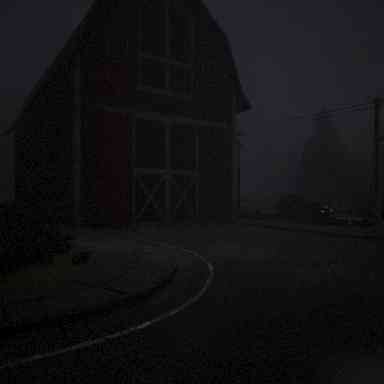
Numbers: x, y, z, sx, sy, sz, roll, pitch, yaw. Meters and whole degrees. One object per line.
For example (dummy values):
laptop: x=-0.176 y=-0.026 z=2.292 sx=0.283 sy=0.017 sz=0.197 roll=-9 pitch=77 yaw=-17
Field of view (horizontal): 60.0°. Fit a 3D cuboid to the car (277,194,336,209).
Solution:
car: x=10.607 y=1.248 z=31.336 sx=2.150 sy=2.045 sz=5.566 roll=0 pitch=0 yaw=-34
